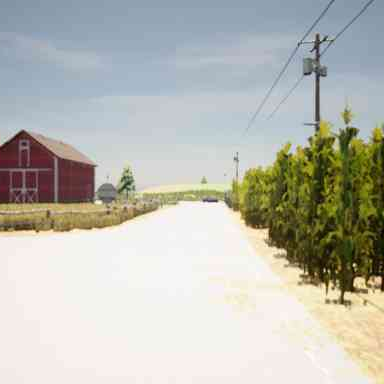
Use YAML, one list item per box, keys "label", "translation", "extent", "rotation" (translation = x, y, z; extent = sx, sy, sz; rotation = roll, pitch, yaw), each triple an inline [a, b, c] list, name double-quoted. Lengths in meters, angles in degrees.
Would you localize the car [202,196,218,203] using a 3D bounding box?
- label: "car"
  translation: [3.607, 1.520, 66.617]
  extent: [1.994, 1.385, 4.181]
  rotation: [0, 0, -20]
